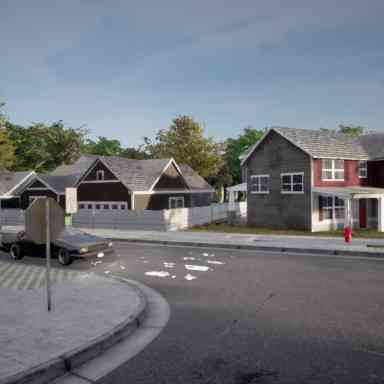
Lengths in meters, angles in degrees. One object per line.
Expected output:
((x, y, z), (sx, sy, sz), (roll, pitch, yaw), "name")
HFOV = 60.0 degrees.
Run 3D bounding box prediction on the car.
((-5.801, 2.086, 13.990), (5.357, 1.411, 2.033), (-2, 0, 30), "car")
